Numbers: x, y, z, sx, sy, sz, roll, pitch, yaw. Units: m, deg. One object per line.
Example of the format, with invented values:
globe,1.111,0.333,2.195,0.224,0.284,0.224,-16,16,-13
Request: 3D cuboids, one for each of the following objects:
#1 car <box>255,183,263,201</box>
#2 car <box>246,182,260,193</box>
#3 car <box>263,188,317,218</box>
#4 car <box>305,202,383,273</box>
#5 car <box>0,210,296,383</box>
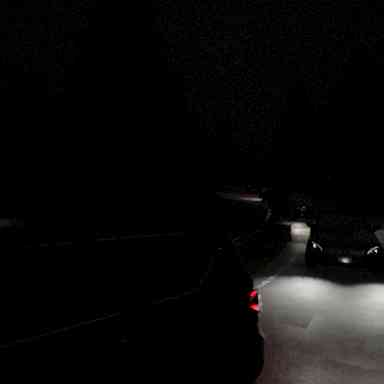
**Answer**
car,7.801,0.310,29.912,2.033,1.411,5.357,2,3,-10
car,8.373,-0.617,44.253,2.128,1.511,4.902,1,3,17
car,6.315,0.701,20.322,1.882,1.535,5.008,2,4,-8
car,4.667,1.322,10.389,1.812,1.442,4.674,1,3,22
car,-1.828,1.233,2.440,5.566,2.045,2.150,0,0,-39
